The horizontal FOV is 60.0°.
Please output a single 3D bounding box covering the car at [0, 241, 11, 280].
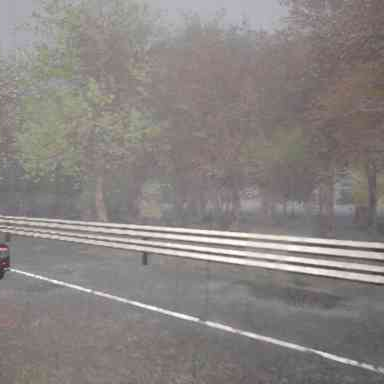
[{"bbox_3d":[-6.971,1.681,9.382,4.902,1.511,2.128,-1,-2,36],"label":"car"}]
